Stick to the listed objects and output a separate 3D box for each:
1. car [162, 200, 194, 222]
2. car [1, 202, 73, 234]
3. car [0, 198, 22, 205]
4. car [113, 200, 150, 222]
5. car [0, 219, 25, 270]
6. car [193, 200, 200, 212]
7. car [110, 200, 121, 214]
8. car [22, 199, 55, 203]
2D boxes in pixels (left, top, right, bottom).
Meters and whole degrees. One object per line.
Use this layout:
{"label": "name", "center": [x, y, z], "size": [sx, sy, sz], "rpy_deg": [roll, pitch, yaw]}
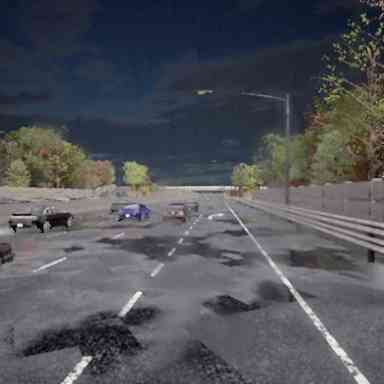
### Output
{"label": "car", "center": [-1.234, 1.664, 27.578], "size": [2.033, 1.411, 5.357], "rpy_deg": [0, 0, 4]}
{"label": "car", "center": [-8.867, 1.564, 20.019], "size": [2.128, 1.511, 4.902], "rpy_deg": [0, -1, 5]}
{"label": "car", "center": [-21.503, 1.713, 40.017], "size": [1.994, 1.385, 4.181], "rpy_deg": [0, 0, 5]}
{"label": "car", "center": [-4.734, 1.639, 27.727], "size": [1.812, 1.442, 4.674], "rpy_deg": [0, 0, 5]}
{"label": "car", "center": [-6.366, 1.570, 7.439], "size": [2.033, 1.411, 5.357], "rpy_deg": [0, 0, 5]}
{"label": "car", "center": [-0.138, 1.674, 41.250], "size": [2.128, 1.511, 4.902], "rpy_deg": [0, 0, 5]}
{"label": "car", "center": [-7.516, 1.643, 36.800], "size": [2.128, 1.511, 4.902], "rpy_deg": [0, 0, 5]}
{"label": "car", "center": [-17.972, 1.660, 40.272], "size": [1.837, 1.490, 4.892], "rpy_deg": [0, 0, 5]}
